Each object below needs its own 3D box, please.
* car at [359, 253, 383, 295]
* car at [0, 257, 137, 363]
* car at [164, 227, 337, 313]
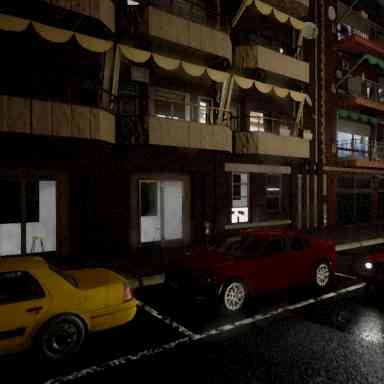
[{"bbox_3d":[5.812,1.601,7.528,4.718,1.301,1.895,0,0,-36],"label":"car"},{"bbox_3d":[-3.149,1.525,4.321,4.829,1.417,1.752,0,0,-36],"label":"car"},{"bbox_3d":[1.488,1.544,7.628,4.507,1.381,1.887,0,0,-36],"label":"car"}]
